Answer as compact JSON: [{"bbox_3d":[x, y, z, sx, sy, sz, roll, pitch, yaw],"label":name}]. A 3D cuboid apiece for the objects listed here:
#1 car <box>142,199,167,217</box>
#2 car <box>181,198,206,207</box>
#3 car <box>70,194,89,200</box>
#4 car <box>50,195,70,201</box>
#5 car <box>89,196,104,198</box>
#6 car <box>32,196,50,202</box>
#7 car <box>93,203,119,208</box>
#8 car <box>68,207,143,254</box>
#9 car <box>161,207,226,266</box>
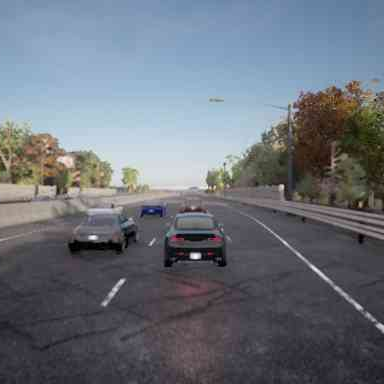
[{"bbox_3d":[-3.408,1.420,30.216,1.882,1.535,5.008,0,0,0],"label":"car"},{"bbox_3d":[0.093,1.297,28.388,2.097,1.767,4.553,0,0,0],"label":"car"},{"bbox_3d":[-21.019,1.259,63.445,2.097,1.767,4.553,0,0,0],"label":"car"},{"bbox_3d":[-24.516,1.380,63.324,1.882,1.535,5.008,0,0,0],"label":"car"},{"bbox_3d":[-17.519,1.507,63.519,1.895,1.301,4.718,0,0,0],"label":"car"},{"bbox_3d":[-28.015,1.453,62.293,2.033,1.411,5.357,0,0,0],"label":"car"},{"bbox_3d":[-6.907,1.548,27.085,1.895,1.301,4.718,0,0,0],"label":"car"},{"bbox_3d":[-3.404,1.535,13.449,1.994,1.385,4.181,0,0,0],"label":"car"},{"bbox_3d":[0.096,1.480,11.441,1.837,1.490,4.892,0,0,0],"label":"car"}]
